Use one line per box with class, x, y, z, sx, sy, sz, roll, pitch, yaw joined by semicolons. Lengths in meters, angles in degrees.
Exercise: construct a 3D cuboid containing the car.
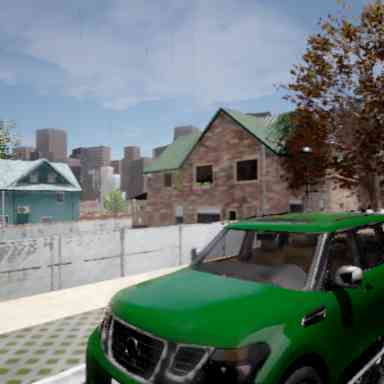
car;1.418;1.354;4.668;5.566;2.045;2.150;1;-3;-43
